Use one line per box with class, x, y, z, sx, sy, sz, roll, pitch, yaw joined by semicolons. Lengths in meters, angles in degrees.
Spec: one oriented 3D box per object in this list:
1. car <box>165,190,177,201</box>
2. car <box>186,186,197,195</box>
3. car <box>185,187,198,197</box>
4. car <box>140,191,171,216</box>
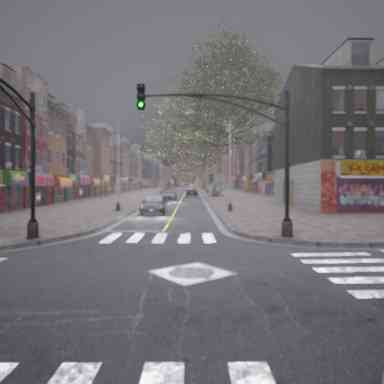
car;-2.860;0.417;41.809;1.994;1.385;4.181;0;2;0
car;-0.027;-0.307;62.341;1.994;1.385;4.181;0;2;0
car;-0.023;-0.029;51.921;1.882;1.535;5.008;0;2;0
car;-2.859;0.942;25.672;1.812;1.442;4.674;0;2;0
